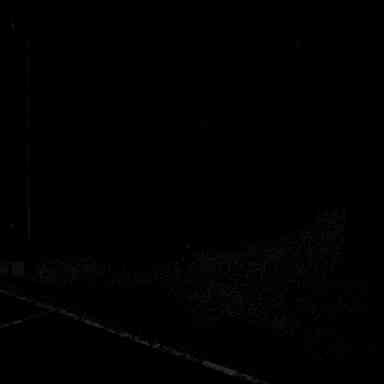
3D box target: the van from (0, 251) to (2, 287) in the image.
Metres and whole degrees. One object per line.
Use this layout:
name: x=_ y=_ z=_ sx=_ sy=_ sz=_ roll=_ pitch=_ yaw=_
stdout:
van: x=-5.778 y=1.339 z=7.194 sx=3.998 sy=1.788 sz=1.690 roll=0 pitch=0 yaw=35
